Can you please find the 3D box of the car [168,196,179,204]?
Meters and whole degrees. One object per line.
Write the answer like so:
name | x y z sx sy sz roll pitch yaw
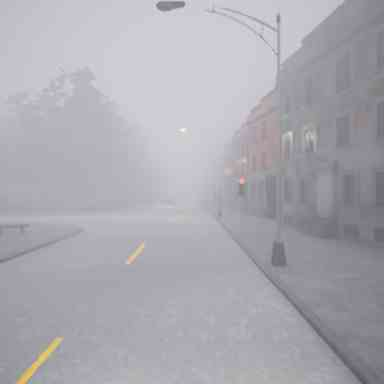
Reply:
car | -4.146 1.797 75.317 2.128 1.511 4.902 0 0 0

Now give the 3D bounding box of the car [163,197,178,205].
car | -4.118 1.655 59.348 1.895 1.301 4.718 0 0 1
